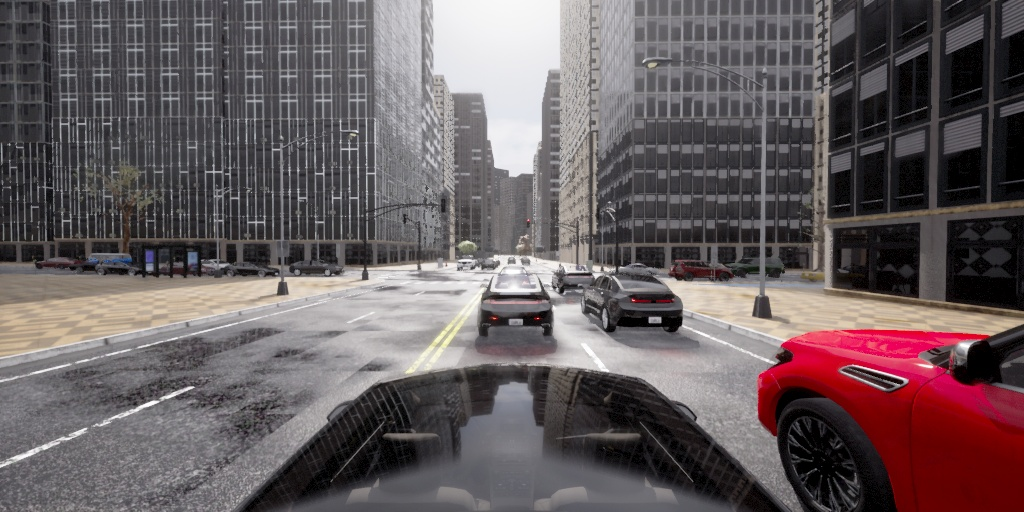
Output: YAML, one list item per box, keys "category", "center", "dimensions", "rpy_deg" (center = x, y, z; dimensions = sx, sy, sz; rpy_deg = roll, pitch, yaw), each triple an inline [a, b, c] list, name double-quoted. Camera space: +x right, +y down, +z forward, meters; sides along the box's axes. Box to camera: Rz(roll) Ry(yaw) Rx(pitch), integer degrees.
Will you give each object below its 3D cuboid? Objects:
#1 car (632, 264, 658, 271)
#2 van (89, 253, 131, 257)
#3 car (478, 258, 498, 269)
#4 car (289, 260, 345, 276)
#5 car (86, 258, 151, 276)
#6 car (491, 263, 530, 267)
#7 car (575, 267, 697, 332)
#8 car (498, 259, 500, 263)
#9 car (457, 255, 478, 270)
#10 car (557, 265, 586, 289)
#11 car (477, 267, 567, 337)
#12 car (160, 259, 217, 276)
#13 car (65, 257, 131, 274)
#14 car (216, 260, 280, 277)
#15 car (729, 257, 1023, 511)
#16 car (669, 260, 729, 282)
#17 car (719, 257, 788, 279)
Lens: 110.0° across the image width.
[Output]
- category: "car"
  center: [12.291, 1.428, 36.682]
  dimensions: [4.718, 1.301, 1.895]
  rpy_deg: [1, 1, 0]
- category: "van"
  center: [-45.325, 0.604, 40.339]
  dimensions: [3.998, 1.789, 1.690]
  rpy_deg: [0, 0, 1]
- category: "car"
  center: [-3.388, 1.192, 52.077]
  dimensions: [1.882, 1.535, 5.008]
  rpy_deg: [0, 0, 0]
- category: "car"
  center: [-18.439, 1.108, 34.000]
  dimensions: [4.892, 1.490, 1.837]
  rpy_deg: [1, 1, 2]
- category: "car"
  center: [-34.125, 1.069, 31.690]
  dimensions: [4.313, 1.339, 1.948]
  rpy_deg: [0, 0, 1]
- category: "car"
  center: [0.083, 1.288, 20.038]
  dimensions: [2.033, 1.411, 5.357]
  rpy_deg: [0, 0, 0]
- category: "car"
  center: [3.340, 1.251, 10.798]
  dimensions: [1.837, 1.490, 4.892]
  rpy_deg: [0, 0, 0]
- category: "car"
  center: [-3.390, 1.267, 61.663]
  dimensions: [1.994, 1.385, 4.181]
  rpy_deg: [0, 0, 0]
- category: "car"
  center: [-6.638, 0.935, 52.526]
  dimensions: [2.150, 2.045, 5.566]
  rpy_deg: [0, 0, 0]
- category: "car"
  center: [3.333, 1.232, 20.046]
  dimensions: [2.128, 1.511, 4.902]
  rpy_deg: [0, 0, 0]
- category: "car"
  center: [0.091, 1.238, 10.303]
  dimensions: [2.128, 1.511, 4.902]
  rpy_deg: [0, 0, 0]
- category: "car"
  center: [-28.445, 1.138, 31.522]
  dimensions: [4.207, 1.307, 1.802]
  rpy_deg: [0, 0, 1]
- category: "car"
  center: [-39.171, 1.015, 34.427]
  dimensions: [4.718, 1.301, 1.895]
  rpy_deg: [1, 1, 1]
- category: "car"
  center: [-22.760, 1.173, 31.394]
  dimensions: [4.313, 1.339, 1.948]
  rpy_deg: [0, 0, 1]
- category: "car"
  center: [3.348, 0.972, 0.934]
  dimensions: [2.150, 2.045, 5.566]
  rpy_deg: [0, 0, 0]
- category: "car"
  center: [16.165, 1.269, 30.904]
  dimensions: [5.009, 1.841, 2.192]
  rpy_deg: [0, 0, 1]
- category: "car"
  center: [24.525, 1.157, 36.542]
  dimensions: [5.566, 2.045, 2.150]
  rpy_deg: [1, 1, 1]
